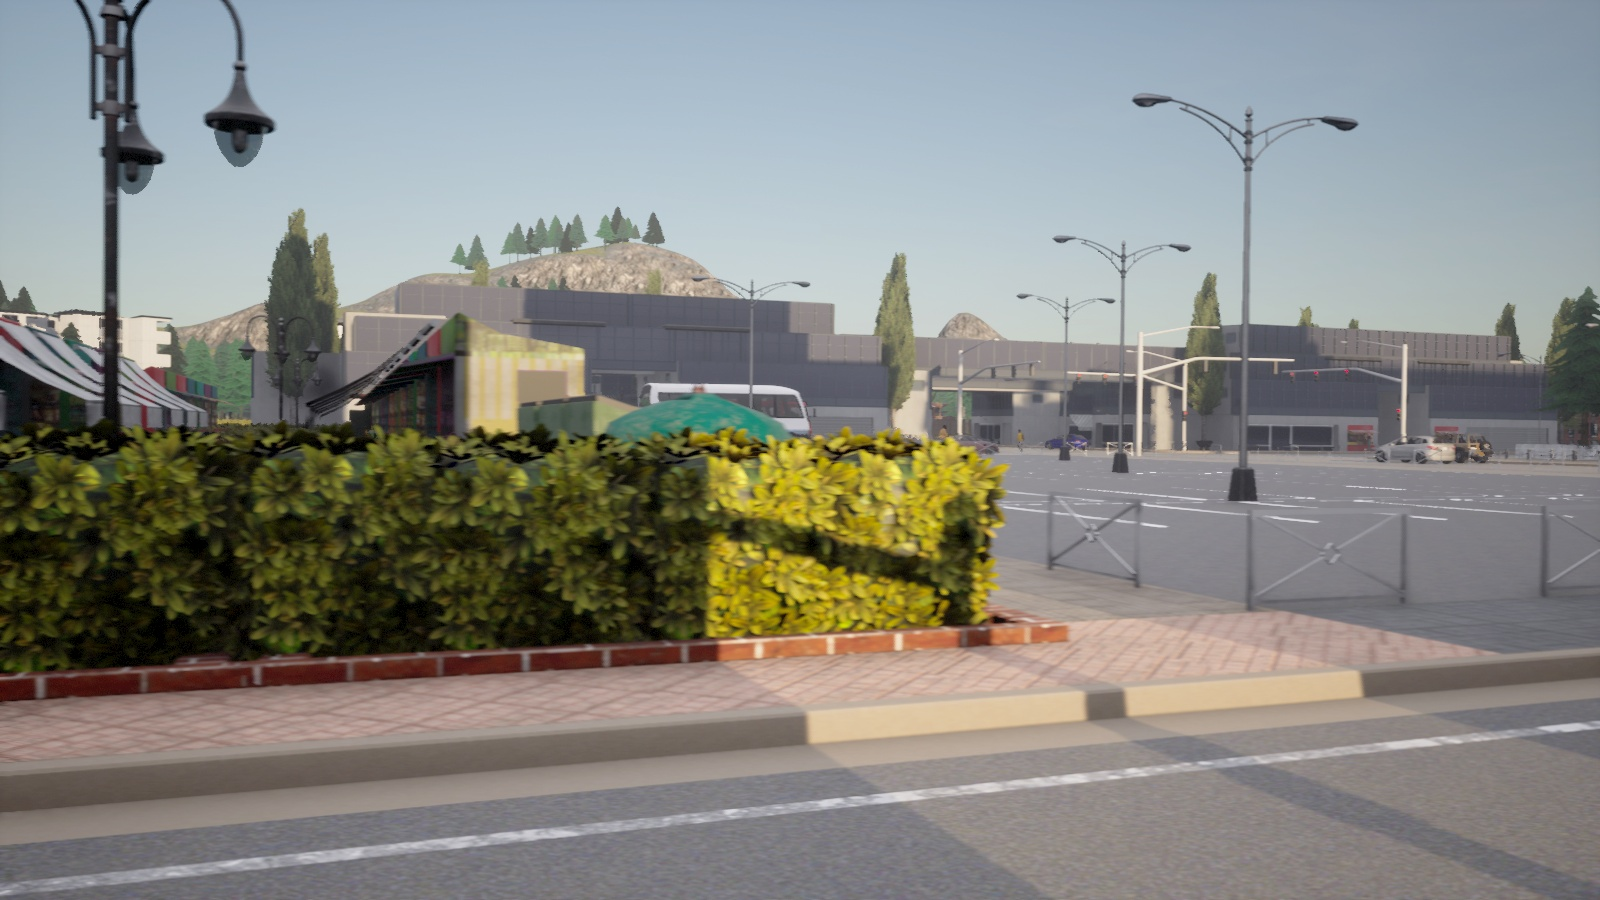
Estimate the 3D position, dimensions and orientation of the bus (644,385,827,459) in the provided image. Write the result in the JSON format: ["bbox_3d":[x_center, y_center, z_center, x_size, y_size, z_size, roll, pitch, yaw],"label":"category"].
[{"bbox_3d":[-3.903,-1.710,75.561,10.273,4.253,3.944,-1,1,-19],"label":"bus"}]

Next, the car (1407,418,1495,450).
[{"bbox_3d":[39.165,-0.985,75.693,1.932,1.855,4.605,-1,1,-20],"label":"car"}]

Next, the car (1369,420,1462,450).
[{"bbox_3d":[36.122,-0.894,73.826,2.242,1.667,4.611,-1,1,-20],"label":"car"}]

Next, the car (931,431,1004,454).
[{"bbox_3d":[10.726,-0.510,80.631,4.181,1.385,1.994,-1,1,-20],"label":"car"}]
